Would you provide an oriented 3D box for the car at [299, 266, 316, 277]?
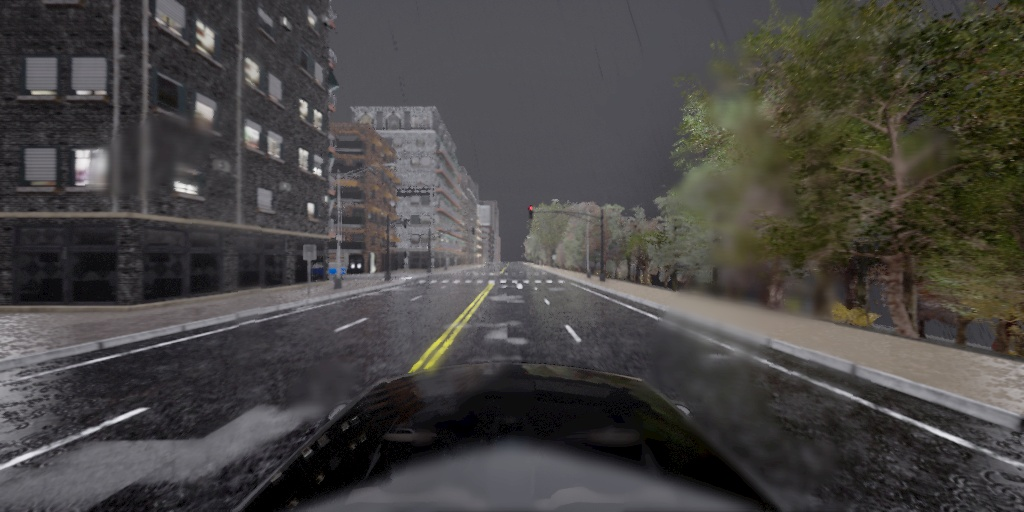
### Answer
[{"bbox_3d":[-22.623,1.943,36.178,4.207,1.307,1.802,0,0,-1],"label":"car"}]

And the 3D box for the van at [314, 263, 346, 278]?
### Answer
[{"bbox_3d":[-22.708,1.748,44.525,3.998,1.789,1.690,0,0,-1],"label":"van"}]

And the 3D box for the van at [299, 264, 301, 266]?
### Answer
[{"bbox_3d":[-28.310,1.822,44.448,3.998,1.789,1.690,0,0,-1],"label":"van"}]
